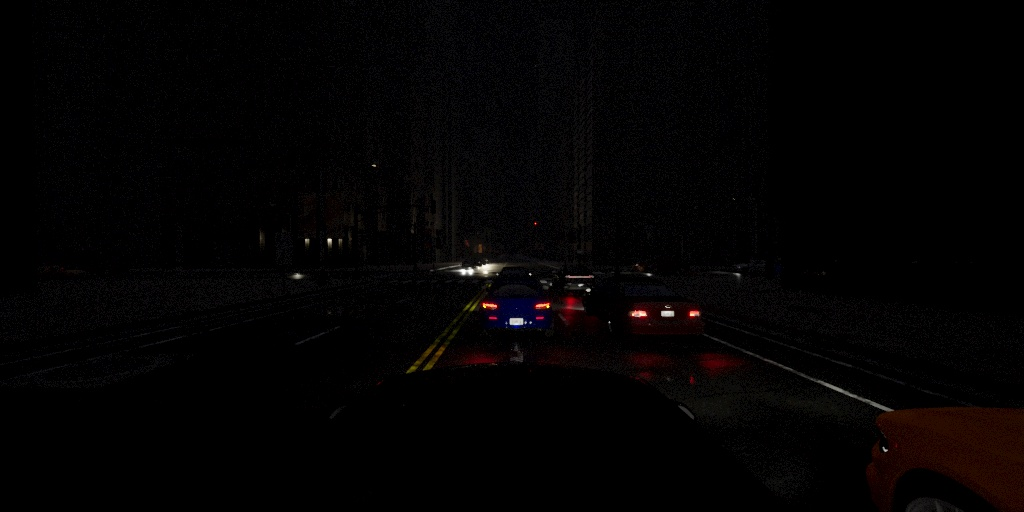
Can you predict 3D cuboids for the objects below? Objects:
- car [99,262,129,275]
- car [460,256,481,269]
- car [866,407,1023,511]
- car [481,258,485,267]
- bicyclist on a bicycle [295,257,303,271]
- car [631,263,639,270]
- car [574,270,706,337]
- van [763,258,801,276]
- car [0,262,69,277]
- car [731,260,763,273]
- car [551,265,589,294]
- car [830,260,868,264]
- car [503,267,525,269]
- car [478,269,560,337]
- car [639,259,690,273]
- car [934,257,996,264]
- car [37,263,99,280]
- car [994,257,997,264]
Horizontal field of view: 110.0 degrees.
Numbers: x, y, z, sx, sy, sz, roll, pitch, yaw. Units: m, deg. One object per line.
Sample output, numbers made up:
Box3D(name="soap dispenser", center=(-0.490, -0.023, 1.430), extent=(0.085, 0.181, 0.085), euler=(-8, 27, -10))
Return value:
Box3D(name="car", center=(-46.410, 1.364, 40.762), extent=(4.507, 1.381, 1.888), euler=(0, 0, 0))
Box3D(name="car", center=(-6.540, 1.206, 54.825), extent=(2.128, 1.511, 4.902), euler=(0, 0, 1))
Box3D(name="car", center=(3.348, 1.228, 0.345), extent=(1.882, 1.535, 5.008), euler=(0, 0, 0))
Box3D(name="car", center=(-6.524, 1.061, 64.215), extent=(2.097, 1.767, 4.553), euler=(0, 0, 0))
Box3D(name="bicyclist on a bicycle", center=(-25.870, 1.003, 43.619), extent=(0.582, 1.620, 1.656), euler=(0, 1, 0))
Box3D(name="car", center=(16.701, 1.071, 43.870), extent=(4.097, 1.591, 1.967), euler=(0, 0, 0))
Box3D(name="car", center=(3.353, 1.294, 10.268), extent=(2.033, 1.411, 5.357), euler=(0, 0, 0))
Box3D(name="van", center=(27.533, 1.086, 35.280), extent=(3.998, 1.789, 1.690), euler=(0, 0, 0))
Box3D(name="car", center=(-50.891, 1.425, 37.989), extent=(5.357, 1.411, 2.033), euler=(0, 1, 0))
Box3D(name="car", center=(27.669, 1.184, 41.114), extent=(4.674, 1.442, 1.812), euler=(0, 1, 0))
Box3D(name="car", center=(3.352, 1.230, 20.016), extent=(2.128, 1.511, 4.902), euler=(0, 0, 0))
Box3D(name="car", center=(32.974, 1.321, 35.247), extent=(4.207, 1.307, 1.802), euler=(0, 0, 0))
Box3D(name="car", center=(0.100, 1.286, 19.744), extent=(2.033, 1.411, 5.357), euler=(0, 0, 0))
Box3D(name="car", center=(0.095, 1.272, 10.170), extent=(1.812, 1.442, 4.674), euler=(0, 0, 0))
Box3D(name="car", center=(17.730, 1.148, 41.190), extent=(5.008, 1.535, 1.882), euler=(0, 1, 0))
Box3D(name="car", center=(43.854, 1.169, 35.181), extent=(4.097, 1.591, 1.967), euler=(0, 0, 0))
Box3D(name="car", center=(-40.820, 1.451, 32.239), extent=(4.829, 1.417, 1.751), euler=(0, 0, 0))
Box3D(name="car", center=(49.295, 1.046, 35.148), extent=(5.009, 1.841, 2.192), euler=(0, 0, 0))
